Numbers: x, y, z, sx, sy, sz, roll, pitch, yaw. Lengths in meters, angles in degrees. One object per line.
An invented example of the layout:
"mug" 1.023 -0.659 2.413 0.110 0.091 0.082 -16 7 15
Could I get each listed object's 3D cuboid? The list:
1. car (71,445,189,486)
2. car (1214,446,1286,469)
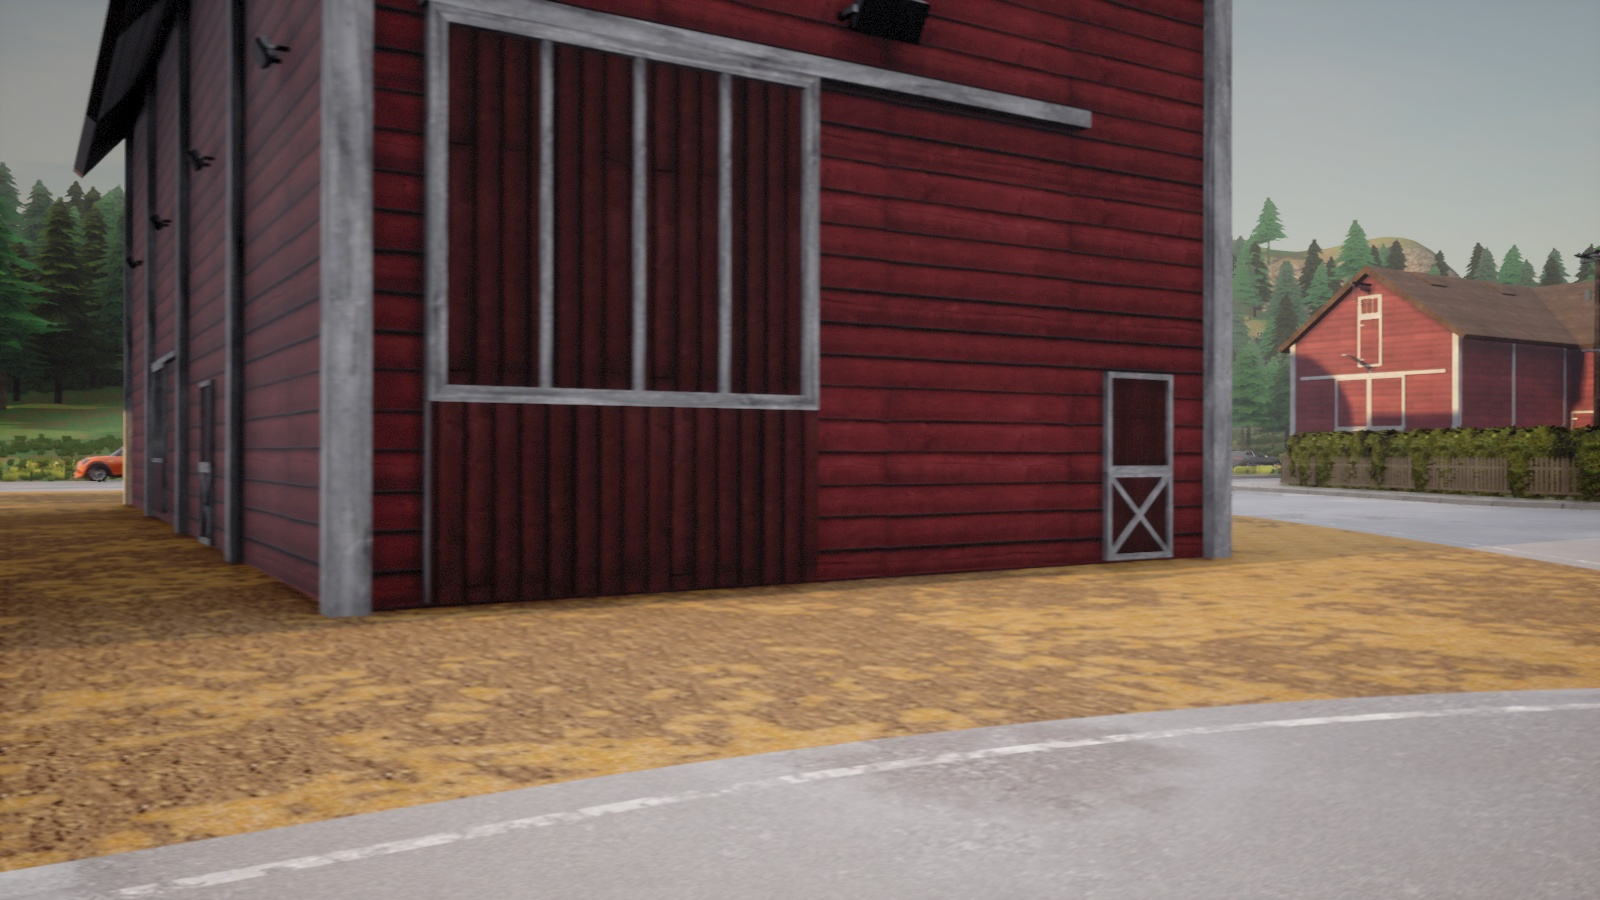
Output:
"car" -30.004 0.661 56.233 4.553 1.767 2.097 0 0 -31
"car" 32.403 0.534 90.370 5.027 1.651 2.152 0 0 -31
